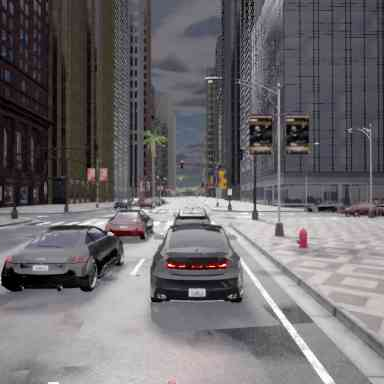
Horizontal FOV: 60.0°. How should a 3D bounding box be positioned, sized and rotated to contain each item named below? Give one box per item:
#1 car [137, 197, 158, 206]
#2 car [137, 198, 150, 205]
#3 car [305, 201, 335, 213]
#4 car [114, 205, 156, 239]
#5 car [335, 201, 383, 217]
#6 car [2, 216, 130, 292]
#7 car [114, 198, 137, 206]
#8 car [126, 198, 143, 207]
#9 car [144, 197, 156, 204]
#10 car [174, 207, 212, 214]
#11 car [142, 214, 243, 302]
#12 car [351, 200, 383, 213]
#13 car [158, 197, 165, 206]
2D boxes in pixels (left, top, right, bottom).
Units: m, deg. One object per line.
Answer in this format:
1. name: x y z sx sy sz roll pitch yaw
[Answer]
1. car: -6.657 1.710 50.068 1.882 1.535 5.008 0 0 0
2. car: -9.837 1.927 67.780 1.994 1.385 4.181 0 0 1
3. car: 15.139 1.663 37.798 4.313 1.339 1.947 0 0 -1
4. car: -3.170 1.602 17.409 1.994 1.385 4.181 0 0 0
5. car: 15.280 1.578 29.274 4.206 1.307 1.802 0 0 -1
6. car: -3.166 1.576 9.010 1.994 1.385 4.181 0 0 1
7. car: -9.908 1.768 48.339 2.033 1.411 5.357 0 0 0
8. car: -9.903 1.779 57.894 2.128 1.511 4.902 0 0 0
9. car: -9.847 1.991 78.374 2.033 1.411 5.357 0 0 0
10. car: 0.028 1.530 17.556 2.128 1.511 4.902 0 0 0
11. car: 0.091 1.515 8.234 1.837 1.490 4.892 0 0 0
12. car: 20.779 1.644 37.892 4.313 1.339 1.947 0 0 -1
13. car: -6.643 1.656 60.106 2.097 1.767 4.553 0 0 0
